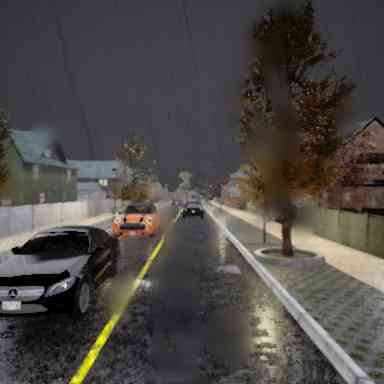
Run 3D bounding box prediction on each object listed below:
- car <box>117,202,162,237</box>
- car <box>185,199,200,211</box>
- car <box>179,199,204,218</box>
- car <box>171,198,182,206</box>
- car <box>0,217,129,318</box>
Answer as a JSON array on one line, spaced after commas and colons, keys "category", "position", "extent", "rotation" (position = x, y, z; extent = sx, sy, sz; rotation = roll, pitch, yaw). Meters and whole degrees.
[{"category": "car", "position": [-2.838, 1.395, 18.108], "extent": [2.097, 1.767, 4.553], "rotation": [0, 0, 0]}, {"category": "car", "position": [0.066, 1.677, 44.504], "extent": [1.837, 1.490, 4.892], "rotation": [0, -2, 1]}, {"category": "car", "position": [0.105, 1.660, 30.820], "extent": [1.994, 1.385, 4.181], "rotation": [0, 0, 0]}, {"category": "car", "position": [-2.637, 1.810, 60.447], "extent": [2.128, 1.511, 4.902], "rotation": [0, -1, 1]}, {"category": "car", "position": [-2.843, 1.537, 7.575], "extent": [1.812, 1.442, 4.674], "rotation": [0, 0, 0]}]
